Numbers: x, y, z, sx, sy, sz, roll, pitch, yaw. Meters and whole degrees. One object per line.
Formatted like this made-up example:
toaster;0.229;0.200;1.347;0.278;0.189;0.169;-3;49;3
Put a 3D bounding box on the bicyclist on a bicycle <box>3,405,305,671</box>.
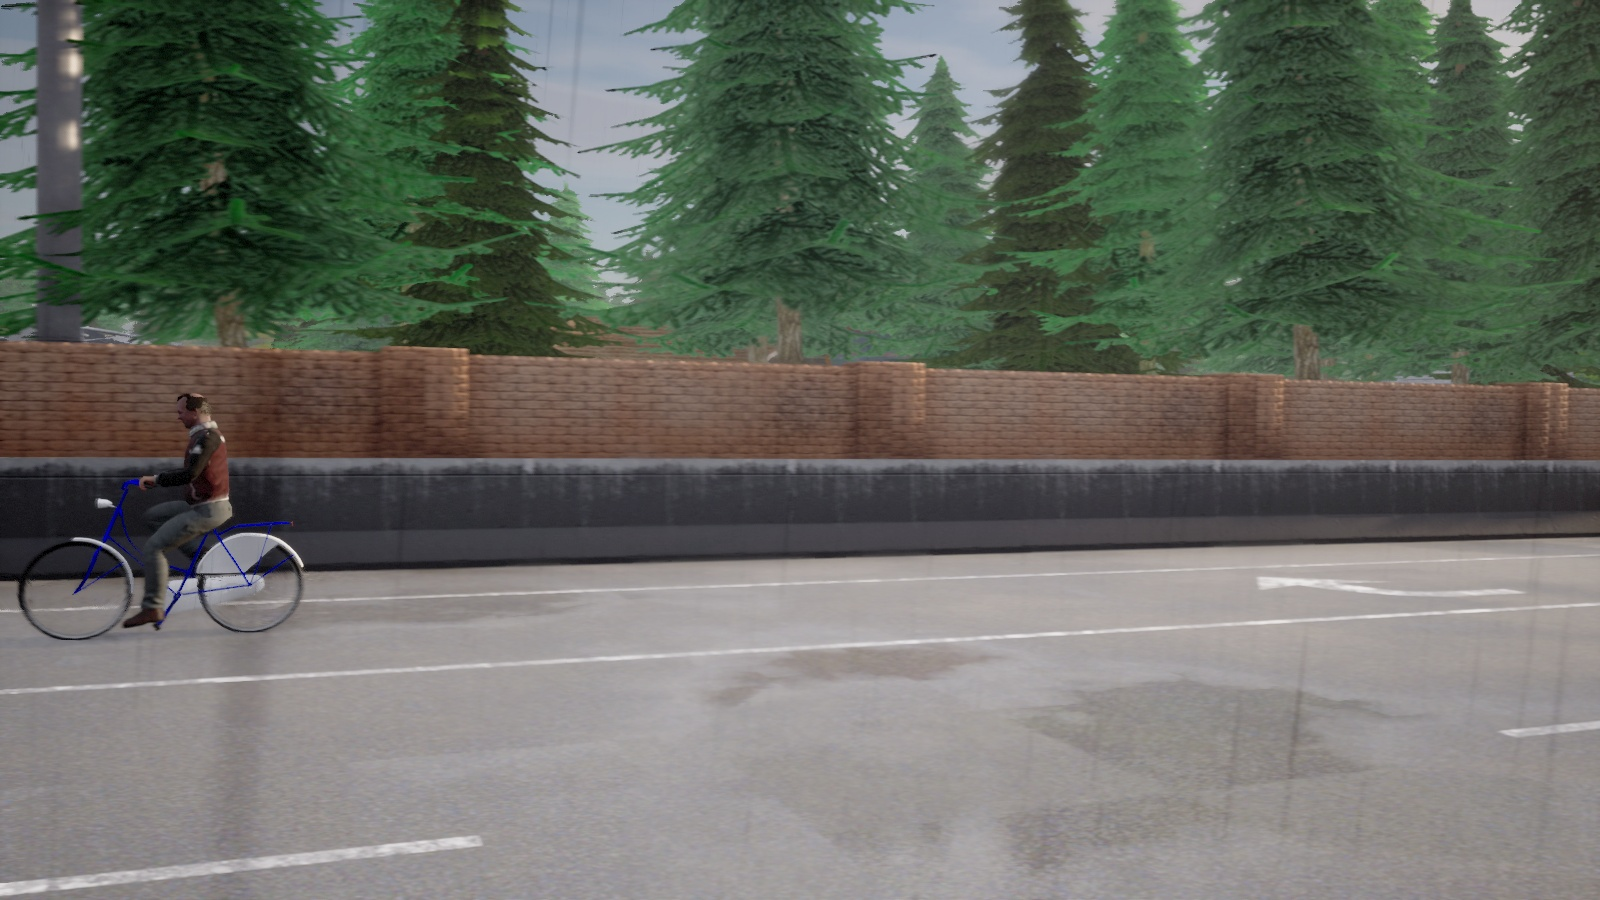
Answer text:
bicyclist on a bicycle;-4.550;0.571;8.997;1.843;1.776;0.659;-1;1;-21
